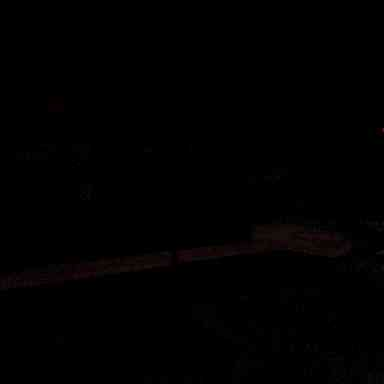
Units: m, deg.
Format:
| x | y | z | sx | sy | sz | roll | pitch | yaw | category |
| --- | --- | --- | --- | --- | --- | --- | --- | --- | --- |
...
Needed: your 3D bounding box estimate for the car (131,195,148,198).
| x | y | z | sx | sy | sz | roll | pitch | yaw | category |
| --- | --- | --- | --- | --- | --- | --- | --- | --- | --- |
| -6.048 | 1.166 | 40.213 | 2.097 | 1.767 | 4.553 | 0 | 0 | -35 | car |
